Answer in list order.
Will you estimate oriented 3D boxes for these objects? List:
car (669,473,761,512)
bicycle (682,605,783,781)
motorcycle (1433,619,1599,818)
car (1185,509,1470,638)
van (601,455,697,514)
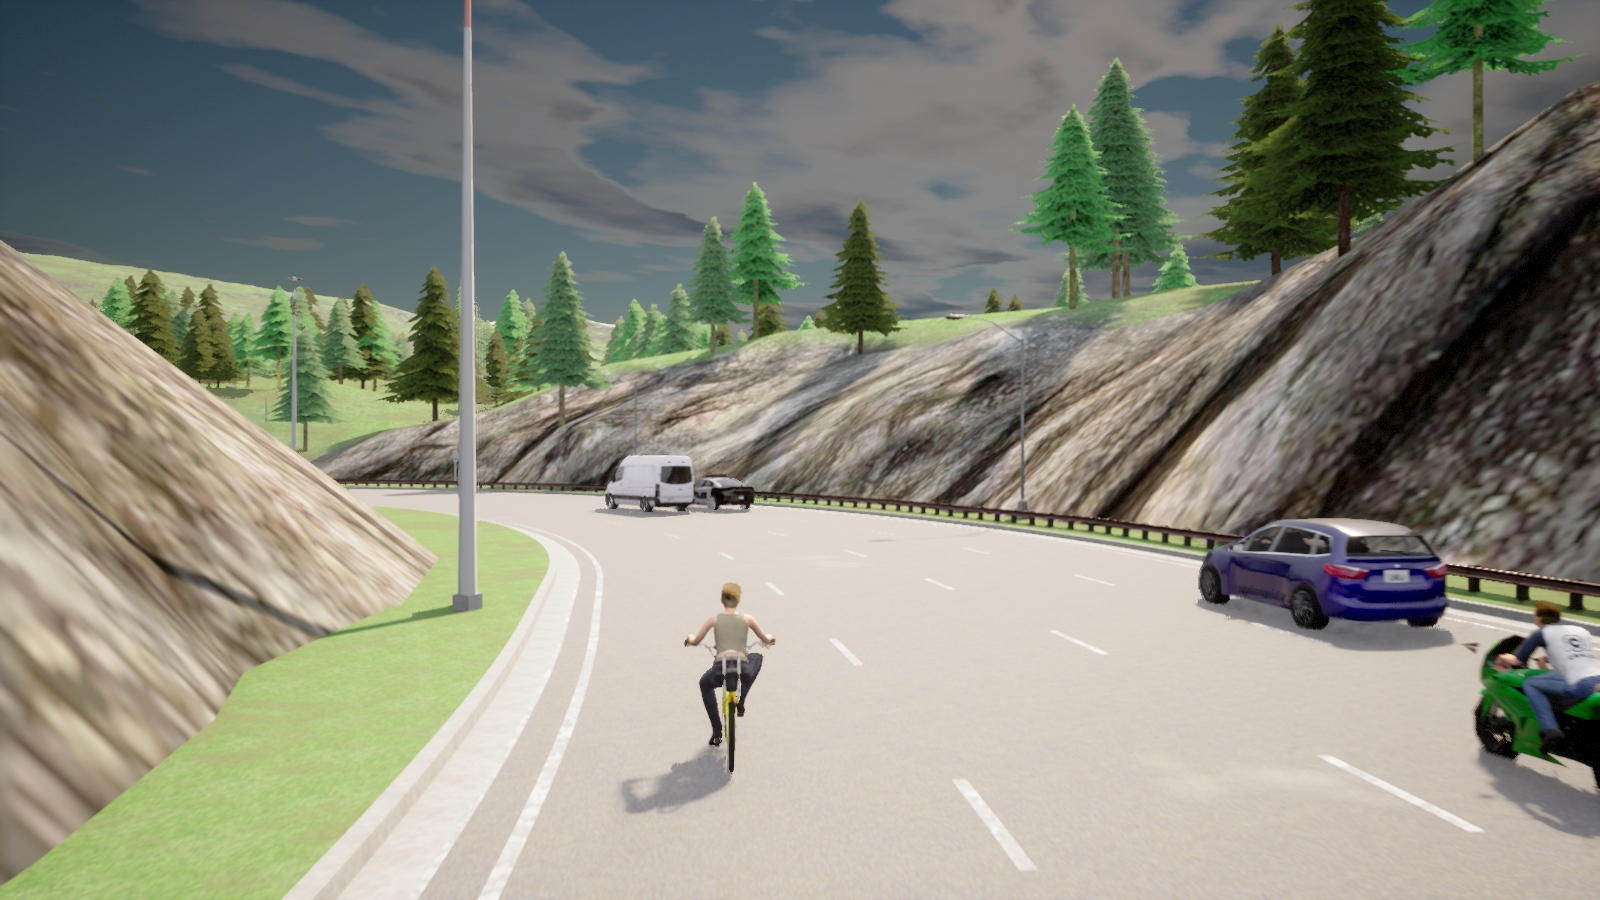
[{"bbox_3d":[-4.105,1.983,54.394,2.097,1.638,5.238,0,0,-33],"label":"car"},{"bbox_3d":[-0.633,2.158,10.423,0.859,1.276,1.487,0,0,-5],"label":"bicycle"},{"bbox_3d":[6.378,2.185,9.629,0.803,1.199,2.033,-1,0,-5],"label":"motorcycle"},{"bbox_3d":[8.709,1.967,19.434,2.242,1.667,4.611,0,0,-8],"label":"car"},{"bbox_3d":[-7.073,1.535,52.938,1.988,2.561,5.915,1,0,-34],"label":"van"}]
